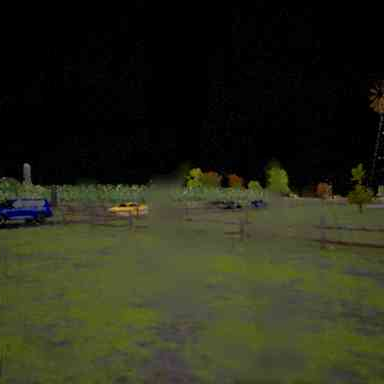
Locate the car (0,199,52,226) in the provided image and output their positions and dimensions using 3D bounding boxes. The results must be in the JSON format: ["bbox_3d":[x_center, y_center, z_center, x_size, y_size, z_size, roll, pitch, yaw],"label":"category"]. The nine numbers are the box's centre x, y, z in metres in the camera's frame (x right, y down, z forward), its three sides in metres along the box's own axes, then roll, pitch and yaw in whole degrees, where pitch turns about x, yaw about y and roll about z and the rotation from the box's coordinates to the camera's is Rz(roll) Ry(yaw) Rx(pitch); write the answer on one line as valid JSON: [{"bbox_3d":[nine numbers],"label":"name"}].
[{"bbox_3d":[-14.371,1.599,27.272,2.150,2.045,5.566,-2,-2,36],"label":"car"}]

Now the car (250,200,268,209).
[{"bbox_3d":[11.790,2.188,58.655,1.812,1.442,4.674,-2,-2,36],"label":"car"}]

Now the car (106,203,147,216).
[{"bbox_3d":[-7.238,1.955,37.152,1.882,1.535,5.008,-2,-2,36],"label":"car"}]

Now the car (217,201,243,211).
[{"bbox_3d":[6.119,2.134,50.697,1.994,1.385,4.181,-2,-2,36],"label":"car"}]

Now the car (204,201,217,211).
[{"bbox_3d":[3.772,2.146,52.313,1.837,1.490,4.892,-2,-2,36],"label":"car"}]
